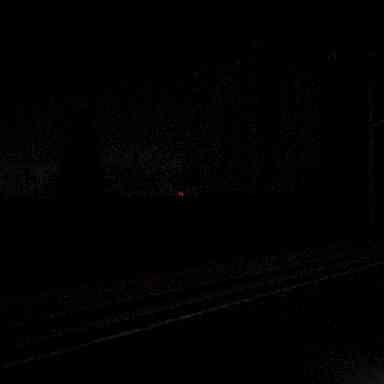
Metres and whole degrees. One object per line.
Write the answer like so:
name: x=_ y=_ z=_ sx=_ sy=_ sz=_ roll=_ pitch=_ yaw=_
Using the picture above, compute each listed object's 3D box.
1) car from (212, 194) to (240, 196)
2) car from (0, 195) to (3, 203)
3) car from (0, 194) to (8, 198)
car: x=3.935 y=1.206 z=31.337 sx=2.150 sy=2.045 sz=5.566 roll=0 pitch=0 yaw=-37
car: x=-40.417 y=1.374 z=67.145 sx=3.633 sy=1.501 sz=1.845 roll=0 pitch=0 yaw=-37
car: x=-30.591 y=1.221 z=52.552 sx=5.566 sy=2.045 sz=2.150 roll=0 pitch=0 yaw=-38
